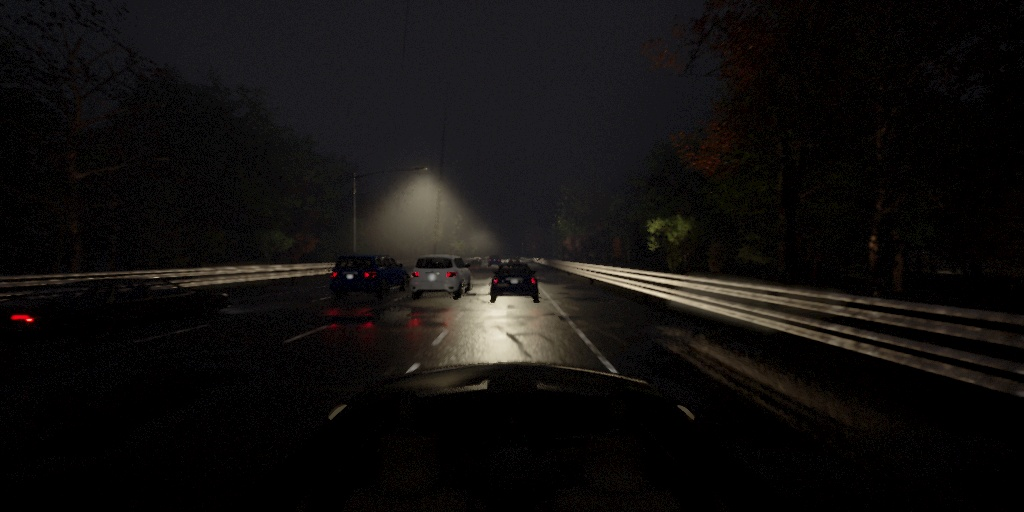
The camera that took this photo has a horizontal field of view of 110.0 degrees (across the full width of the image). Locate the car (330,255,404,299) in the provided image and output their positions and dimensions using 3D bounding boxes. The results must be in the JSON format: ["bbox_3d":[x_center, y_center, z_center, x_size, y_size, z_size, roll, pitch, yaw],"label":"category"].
[{"bbox_3d":[-6.886,0.958,17.917,2.150,2.045,5.566,0,0,0],"label":"car"}]

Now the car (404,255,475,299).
[{"bbox_3d":[-3.386,0.958,17.938,2.150,2.045,5.566,0,0,0],"label":"car"}]

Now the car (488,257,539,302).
[{"bbox_3d":[0.112,1.087,17.080,2.097,1.767,4.553,0,0,0],"label":"car"}]

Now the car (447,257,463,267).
[{"bbox_3d":[-10.110,1.053,63.706,2.097,1.767,4.553,0,0,0],"label":"car"}]

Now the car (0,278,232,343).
[{"bbox_3d":[-10.406,1.290,9.642,2.033,1.411,5.357,0,0,0],"label":"car"}]
